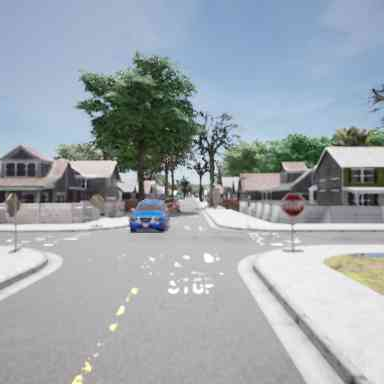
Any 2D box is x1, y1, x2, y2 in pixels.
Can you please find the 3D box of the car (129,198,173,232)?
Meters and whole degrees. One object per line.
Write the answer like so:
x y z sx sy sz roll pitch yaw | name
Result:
-2.734 1.615 22.330 2.150 2.045 5.566 0 0 0 | car

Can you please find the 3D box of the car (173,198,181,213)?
-2.718 1.805 45.352 2.150 2.045 5.566 0 0 0 | car
